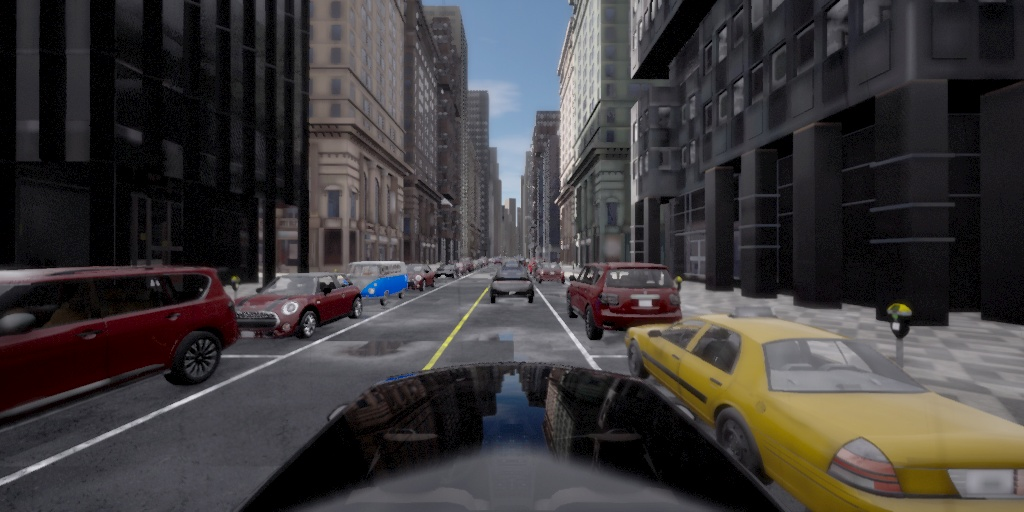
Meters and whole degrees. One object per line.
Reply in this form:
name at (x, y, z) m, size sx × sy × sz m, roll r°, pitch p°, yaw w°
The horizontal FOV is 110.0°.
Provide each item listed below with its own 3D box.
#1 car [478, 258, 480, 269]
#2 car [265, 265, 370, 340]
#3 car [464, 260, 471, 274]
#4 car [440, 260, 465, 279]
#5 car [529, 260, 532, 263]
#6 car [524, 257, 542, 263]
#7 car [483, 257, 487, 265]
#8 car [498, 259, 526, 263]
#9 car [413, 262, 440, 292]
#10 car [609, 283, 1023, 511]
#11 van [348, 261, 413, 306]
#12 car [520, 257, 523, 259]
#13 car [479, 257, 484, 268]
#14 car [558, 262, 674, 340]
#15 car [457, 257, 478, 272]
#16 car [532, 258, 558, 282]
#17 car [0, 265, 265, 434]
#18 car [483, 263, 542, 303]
car at (-5.762, 1.280, 48.857) m, size 1.751 × 1.417 × 4.829 m, roll 0°, pitch 0°, yaw 0°
car at (-5.762, 1.188, 9.815) m, size 1.967 × 1.591 × 4.097 m, roll 0°, pitch 0°, yaw 0°
car at (-5.762, 1.334, 37.823) m, size 1.802 × 1.307 × 4.207 m, roll 0°, pitch 0°, yaw 0°
car at (-5.762, 1.317, 32.221) m, size 1.948 × 1.339 × 4.313 m, roll 0°, pitch 0°, yaw 0°
car at (2.763, 1.317, 32.225) m, size 1.948 × 1.339 × 4.313 m, roll 0°, pitch 0°, yaw 0°
car at (2.763, 1.067, 37.826) m, size 2.192 × 1.841 × 5.009 m, roll 0°, pitch 0°, yaw 0°
car at (-5.762, 1.323, 60.230) m, size 1.948 × 1.339 × 4.313 m, roll 0°, pitch 0°, yaw 0°
car at (0.000, 1.269, 31.500) m, size 1.837 × 1.490 × 4.892 m, roll 0°, pitch 0°, yaw 0°
car at (-5.762, 1.189, 21.018) m, size 1.967 × 1.591 × 4.097 m, roll 0°, pitch 0°, yaw 0°
car at (2.763, 1.273, 4.384) m, size 1.751 × 1.417 × 4.829 m, roll 0°, pitch 0°, yaw 0°
van at (-5.762, 1.089, 15.416) m, size 1.690 × 1.789 × 3.998 m, roll 0°, pitch 0°, yaw 0°
car at (2.763, 1.302, 60.236) m, size 1.888 × 1.381 × 4.507 m, roll 0°, pitch 0°, yaw 0°
car at (-5.762, 1.306, 54.628) m, size 2.007 × 1.370 × 4.403 m, roll 0°, pitch 0°, yaw 0°
car at (2.763, 1.063, 9.816) m, size 2.192 × 1.841 × 5.009 m, roll 0°, pitch 0°, yaw 0°
car at (-5.762, 1.068, 43.425) m, size 2.192 × 1.841 × 5.009 m, roll 0°, pitch 0°, yaw 0°
car at (2.763, 1.190, 26.623) m, size 1.967 × 1.591 × 4.097 m, roll 0°, pitch 0°, yaw 0°
car at (-5.762, 1.062, 4.212) m, size 2.192 × 1.841 × 5.009 m, roll 0°, pitch 0°, yaw 0°
car at (0.000, 1.245, 16.500) m, size 2.128 × 1.511 × 4.902 m, roll 0°, pitch 0°, yaw 0°
